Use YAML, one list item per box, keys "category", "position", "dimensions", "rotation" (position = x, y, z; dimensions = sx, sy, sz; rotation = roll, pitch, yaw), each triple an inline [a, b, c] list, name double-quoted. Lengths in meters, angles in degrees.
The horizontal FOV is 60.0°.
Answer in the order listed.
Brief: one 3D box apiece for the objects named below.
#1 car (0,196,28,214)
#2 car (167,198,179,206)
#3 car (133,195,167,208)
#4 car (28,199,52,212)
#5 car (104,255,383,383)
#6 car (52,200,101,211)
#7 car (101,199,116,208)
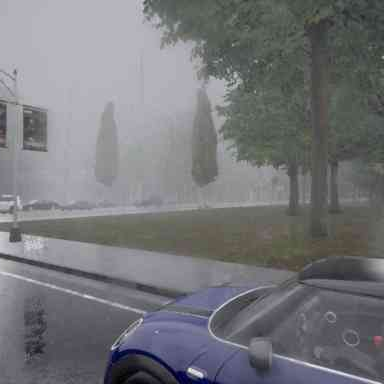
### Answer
- category: "car"
  position: [-21.133, 1.399, 35.564]
  dimensions: [2.150, 2.045, 5.566]
  rotation: [0, 0, 34]
- category: "car"
  position: [-4.538, 1.896, 64.829]
  dimensions: [2.128, 1.511, 4.902]
  rotation: [0, -1, 35]
- category: "car"
  position: [-7.216, 1.536, 55.435]
  dimensions: [2.150, 2.045, 5.566]
  rotation: [0, 0, 36]
- category: "car"
  position: [-19.832, 1.695, 43.092]
  dimensions: [1.882, 1.535, 5.008]
  rotation: [0, 0, 35]
- category: "car"
  position: [1.370, 1.352, 2.711]
  dimensions: [4.553, 1.767, 2.097]
  rotation: [0, 0, 35]
- category: "car"
  position: [-15.176, 1.778, 44.084]
  dimensions: [2.033, 1.411, 5.357]
  rotation: [0, 0, 35]
- category: "car"
  position: [-13.891, 1.840, 51.616]
  dimensions: [1.994, 1.385, 4.181]
  rotation: [0, 0, 34]
